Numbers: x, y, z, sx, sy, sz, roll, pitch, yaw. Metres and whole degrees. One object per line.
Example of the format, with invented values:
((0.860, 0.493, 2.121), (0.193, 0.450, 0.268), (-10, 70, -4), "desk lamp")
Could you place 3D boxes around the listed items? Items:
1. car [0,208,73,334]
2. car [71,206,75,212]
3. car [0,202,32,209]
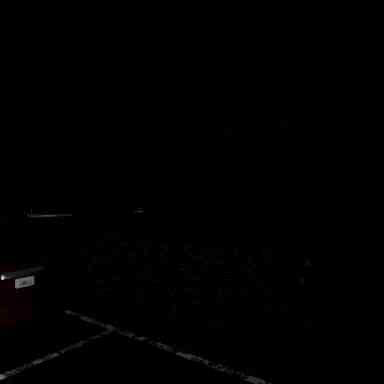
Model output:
((-4.212, 1.316, 5.967), (5.009, 1.841, 2.192), (0, -1, 36), "car")
((-11.581, 1.846, 38.851), (1.895, 1.301, 4.718), (-1, -1, 37), "car")
((-17.486, 1.654, 30.913), (2.128, 1.511, 4.902), (-1, -1, 37), "car")
